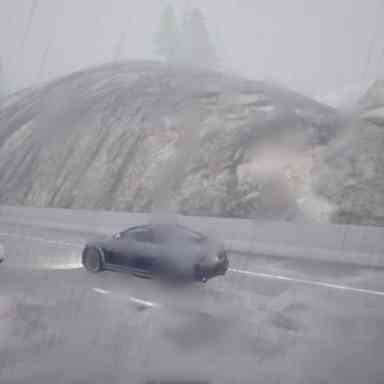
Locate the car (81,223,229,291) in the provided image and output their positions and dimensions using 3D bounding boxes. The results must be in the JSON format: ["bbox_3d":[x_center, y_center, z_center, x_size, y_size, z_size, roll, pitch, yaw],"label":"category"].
[{"bbox_3d":[-1.107,1.538,9.061,4.181,1.385,1.994,0,0,36],"label":"car"}]

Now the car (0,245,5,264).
[{"bbox_3d":[-7.146,1.556,9.076,4.718,1.301,1.895,0,0,36],"label":"car"}]
